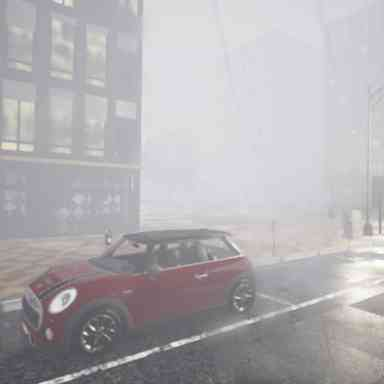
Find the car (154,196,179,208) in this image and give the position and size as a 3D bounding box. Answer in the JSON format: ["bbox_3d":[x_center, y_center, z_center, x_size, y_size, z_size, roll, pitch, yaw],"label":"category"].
[{"bbox_3d":[-3.899,1.849,54.658,1.887,1.381,4.507,1,-1,-35],"label":"car"}]

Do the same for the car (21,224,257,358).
[{"bbox_3d":[-0.785,1.452,5.984,4.097,1.590,1.967,0,1,-36],"label":"car"}]

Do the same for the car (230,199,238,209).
[{"bbox_3d":[6.221,1.876,54.864,1.967,1.590,4.097,1,-1,-35],"label":"car"}]

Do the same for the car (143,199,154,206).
[{"bbox_3d":[-7.174,1.880,59.288,1.887,1.381,4.507,1,-1,-35],"label":"car"}]

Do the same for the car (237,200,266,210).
[{"bbox_3d":[9.495,1.950,50.233,1.887,1.381,4.507,1,-1,-35],"label":"car"}]

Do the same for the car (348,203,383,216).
[{"bbox_3d":[19.318,1.880,36.344,1.947,1.339,4.313,1,-1,-35],"label":"car"}]

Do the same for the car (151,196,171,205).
[{"bbox_3d":[-6.877,1.875,73.384,2.192,1.841,5.009,1,-1,-35],"label":"car"}]

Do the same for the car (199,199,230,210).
[{"bbox_3d":[2.650,1.794,45.399,2.008,1.369,4.403,1,-1,-35],"label":"car"}]

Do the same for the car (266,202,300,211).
[{"bbox_3d":[12.769,1.957,45.603,1.802,1.307,4.206,1,-1,-35],"label":"car"}]
